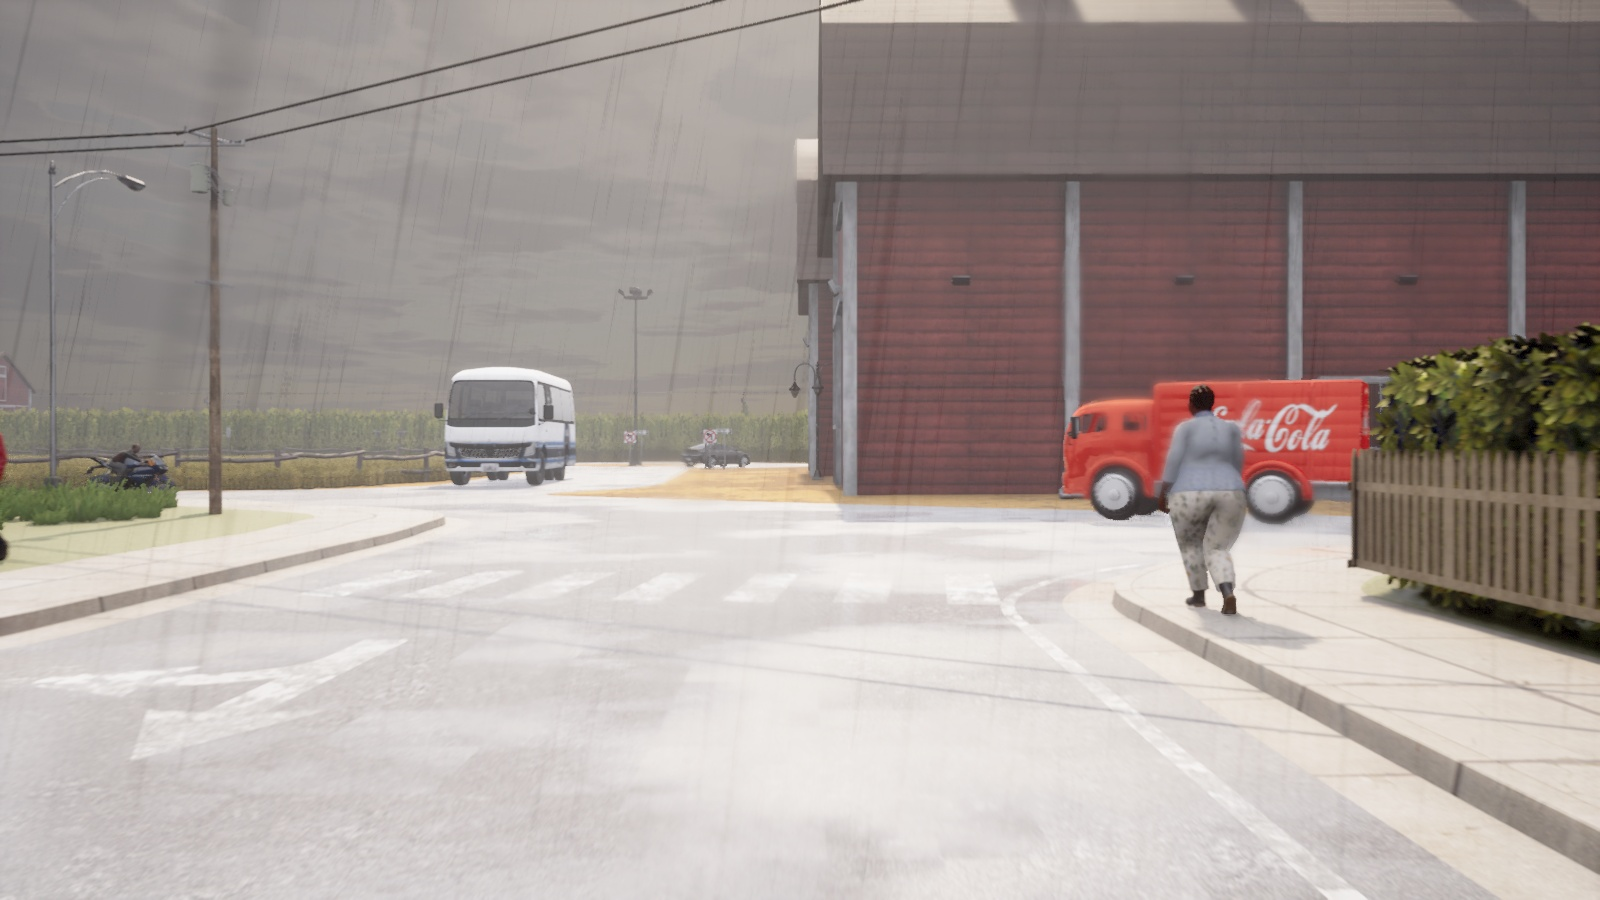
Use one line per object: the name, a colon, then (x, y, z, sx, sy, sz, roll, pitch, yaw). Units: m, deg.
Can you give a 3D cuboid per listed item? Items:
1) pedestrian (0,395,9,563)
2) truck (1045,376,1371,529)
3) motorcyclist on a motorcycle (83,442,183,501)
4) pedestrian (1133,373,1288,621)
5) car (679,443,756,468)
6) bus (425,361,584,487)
pedestrian: (-8.931, 0.318, 13.605, 0.331, 1.846, 0.636, 0, 0, -1)
truck: (7.347, 0.038, 22.613, 5.204, 2.467, 2.627, 0, 0, 28)
motorcyclist on a motorcycle: (-17.797, 0.574, 33.564, 2.191, 1.530, 0.866, 0, 0, -7)
pedestrian: (3.200, 0.349, 9.876, 0.874, 1.855, 0.900, 0, 0, -5)
car: (-4.980, 0.318, 76.256, 1.837, 1.490, 4.892, 0, 0, 39)
bus: (-10.833, -0.906, 47.452, 3.944, 4.253, 10.273, 0, 0, -2)
